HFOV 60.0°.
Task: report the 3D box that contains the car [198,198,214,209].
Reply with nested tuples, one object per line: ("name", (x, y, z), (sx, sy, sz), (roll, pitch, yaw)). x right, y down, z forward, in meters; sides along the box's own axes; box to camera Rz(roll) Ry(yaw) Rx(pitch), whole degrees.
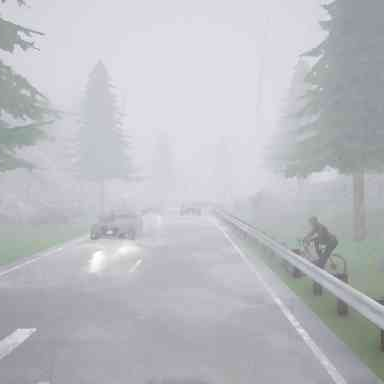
("car", (1.535, 1.525, 44.833), (1.812, 1.442, 4.674), (0, 0, 23))

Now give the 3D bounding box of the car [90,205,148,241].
("car", (-3.573, 1.564, 16.444), (1.994, 1.385, 4.181), (0, 0, 0))

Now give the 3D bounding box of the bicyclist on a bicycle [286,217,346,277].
("bicyclist on a bicycle", (3.328, 1.489, 8.838), (1.656, 1.620, 0.582), (4, -1, -2))

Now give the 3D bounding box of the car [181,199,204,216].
("car", (-0.159, 1.600, 32.650), (1.895, 1.301, 4.718), (0, 0, -1))

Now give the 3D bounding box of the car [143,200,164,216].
("car", (-3.829, 1.525, 33.063), (1.812, 1.442, 4.674), (0, 0, -1))
